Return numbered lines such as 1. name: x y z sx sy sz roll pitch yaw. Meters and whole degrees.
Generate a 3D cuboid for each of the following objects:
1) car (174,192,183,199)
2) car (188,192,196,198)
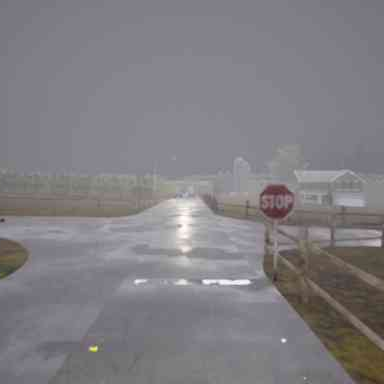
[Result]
1. car: -2.774 0.654 68.815 2.033 1.411 5.357 0 1 0
2. car: -0.026 0.645 75.039 2.033 1.411 5.357 0 1 0
